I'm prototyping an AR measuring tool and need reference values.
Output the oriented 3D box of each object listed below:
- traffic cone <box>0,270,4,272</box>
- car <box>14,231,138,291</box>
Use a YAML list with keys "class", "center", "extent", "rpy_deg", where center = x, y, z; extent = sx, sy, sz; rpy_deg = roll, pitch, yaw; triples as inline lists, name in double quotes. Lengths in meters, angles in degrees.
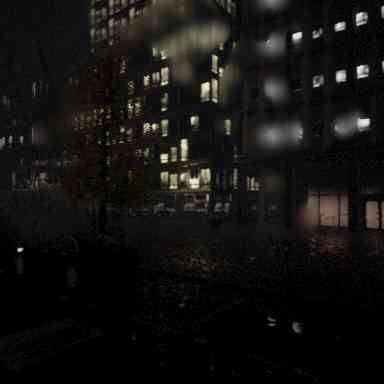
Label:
- class: "traffic cone"
  center: [-6.118, 2.201, 10.366]
  extent: [0.340, 0.580, 0.340]
  rpy_deg: [-1, -2, 37]
- class: "car"
  center: [-3.479, 1.795, 9.613]
  extent: [4.403, 1.369, 2.008]
  rpy_deg: [-1, -2, 37]
